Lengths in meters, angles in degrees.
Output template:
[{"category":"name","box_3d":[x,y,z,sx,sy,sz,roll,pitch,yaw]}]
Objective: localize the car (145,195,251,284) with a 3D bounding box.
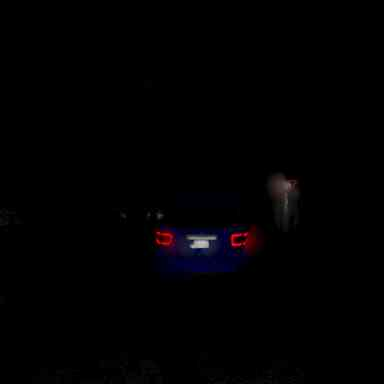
[{"category":"car","box_3d":[0.361,1.082,9.332,2.150,2.045,5.566,0,1,4]}]

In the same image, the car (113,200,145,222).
[{"category":"car","box_3d":[-3.102,1.230,22.158,4.181,1.385,1.994,0,1,-7]}]

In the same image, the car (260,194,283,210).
[{"category":"car","box_3d":[8.282,0.956,34.722,1.882,1.535,5.008,1,1,6]}]
